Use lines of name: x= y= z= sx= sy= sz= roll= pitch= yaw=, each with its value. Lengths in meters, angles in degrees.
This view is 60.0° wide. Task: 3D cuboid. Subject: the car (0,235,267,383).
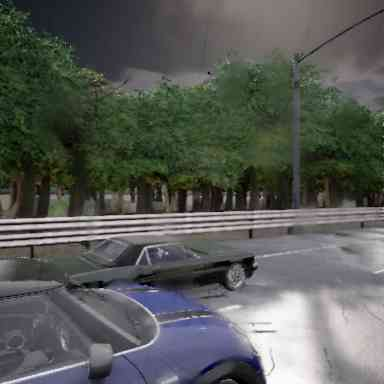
car: x=-1.501 y=1.353 z=2.624 sx=4.553 sy=1.767 sz=2.097 roll=1 pitch=0 yaw=-35

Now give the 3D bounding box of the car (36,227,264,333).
car: x=-0.750 y=1.632 z=7.453 sx=4.718 sy=1.301 sz=1.895 roll=1 pitch=0 yaw=-35
